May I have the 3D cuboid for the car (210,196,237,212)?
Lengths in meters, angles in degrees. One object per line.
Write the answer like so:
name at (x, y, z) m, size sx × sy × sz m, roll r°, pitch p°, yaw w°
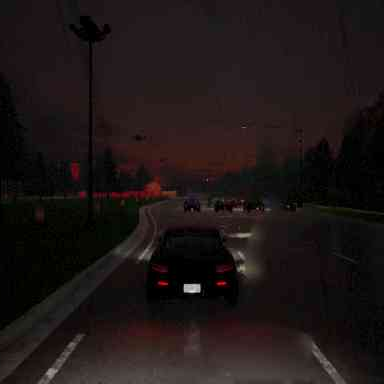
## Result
car at (3.518, 1.491, 37.933) m, size 2.128 × 1.511 × 4.902 m, roll 0°, pitch 0°, yaw 0°

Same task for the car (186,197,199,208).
car at (0.024, 1.525, 48.394) m, size 1.812 × 1.442 × 4.674 m, roll 0°, pitch 0°, yaw 0°

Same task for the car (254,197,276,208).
car at (10.524, 1.547, 48.347) m, size 2.033 × 1.411 × 5.357 m, roll 0°, pitch 0°, yaw 0°

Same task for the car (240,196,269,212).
car at (7.018, 1.504, 37.932) m, size 1.837 × 1.490 × 4.892 m, roll 0°, pitch 0°, yaw 0°

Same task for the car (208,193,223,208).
car at (3.524, 1.221, 48.380) m, size 2.150 × 2.045 × 5.566 m, roll 0°, pitch 0°, yaw 0°

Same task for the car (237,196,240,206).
car at (7.023, 1.351, 48.319) m, size 2.097 × 1.767 × 4.553 m, roll 0°, pitch 0°, yaw 0°

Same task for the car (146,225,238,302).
car at (0.004, 1.525, 8.141) m, size 1.812 × 1.442 × 4.674 m, roll 0°, pitch 0°, yaw 0°

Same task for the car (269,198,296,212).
car at (10.519, 1.563, 38.346) m, size 1.994 × 1.385 × 4.181 m, roll 0°, pitch 0°, yaw 0°

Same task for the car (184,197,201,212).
car at (0.019, 1.600, 38.382) m, size 1.895 × 1.301 × 4.718 m, roll 0°, pitch 0°, yaw 0°
